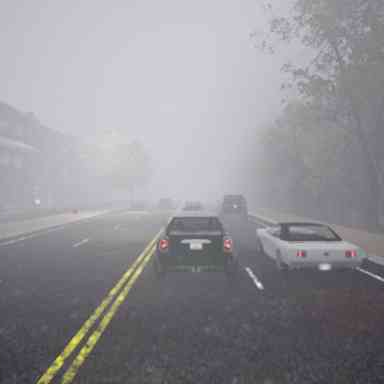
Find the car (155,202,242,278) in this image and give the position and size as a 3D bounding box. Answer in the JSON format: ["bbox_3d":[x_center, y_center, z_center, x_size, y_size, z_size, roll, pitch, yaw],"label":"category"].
[{"bbox_3d":[0.096,1.344,10.265,2.097,1.767,4.553,0,0,0],"label":"car"}]

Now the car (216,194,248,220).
[{"bbox_3d":[3.339,1.200,28.307,2.150,2.045,5.566,0,0,0],"label":"car"}]

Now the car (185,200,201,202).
[{"bbox_3d":[0.089,1.469,28.790,2.128,1.511,4.902,0,0,0],"label":"car"}]

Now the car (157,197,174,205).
[{"bbox_3d":[-3.351,1.445,42.600,1.882,1.535,5.008,0,0,0],"label":"car"}]

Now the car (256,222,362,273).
[{"bbox_3d":[3.345,1.593,10.581,1.895,1.301,4.718,0,0,0],"label":"car"}]

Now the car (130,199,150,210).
[{"bbox_3d":[-6.603,1.568,42.243,1.895,1.301,4.718,0,0,0],"label":"car"}]
